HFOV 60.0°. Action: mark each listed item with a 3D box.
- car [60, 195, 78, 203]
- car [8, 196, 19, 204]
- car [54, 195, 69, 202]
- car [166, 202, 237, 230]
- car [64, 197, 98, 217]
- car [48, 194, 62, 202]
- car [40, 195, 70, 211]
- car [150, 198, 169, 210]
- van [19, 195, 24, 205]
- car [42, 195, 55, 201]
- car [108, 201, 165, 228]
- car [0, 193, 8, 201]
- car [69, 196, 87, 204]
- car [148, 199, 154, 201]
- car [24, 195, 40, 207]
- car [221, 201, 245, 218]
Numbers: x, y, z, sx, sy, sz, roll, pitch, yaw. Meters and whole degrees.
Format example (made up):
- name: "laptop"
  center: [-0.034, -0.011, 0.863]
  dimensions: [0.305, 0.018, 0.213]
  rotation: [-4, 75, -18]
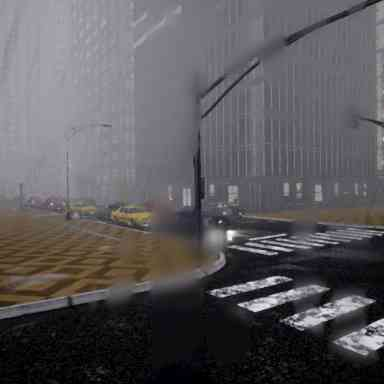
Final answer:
- name: "car"
  center: [-23.578, 1.385, 63.744]
  dimensions: [2.008, 1.369, 4.403]
  rotation: [-1, 1, -36]
- name: "car"
  center: [-33.220, 1.494, 63.652]
  dimensions: [2.008, 1.369, 4.403]
  rotation: [-1, 1, -36]
- name: "car"
  center: [-26.824, 1.407, 68.255]
  dimensions: [1.802, 1.307, 4.206]
  rotation: [-1, 1, -36]
- name: "car"
  center: [0.488, 1.557, 21.031]
  dimensions: [1.994, 1.385, 4.181]
  rotation: [-1, 1, -36]
- name: "car"
  center: [-10.448, 1.533, 31.908]
  dimensions: [1.752, 1.417, 4.829]
  rotation: [-1, 1, -36]
- name: "car"
  center: [-30.071, 1.256, 72.764]
  dimensions: [1.967, 1.590, 4.097]
  rotation: [-1, 1, -36]
- name: "car"
  center: [-16.991, 1.429, 41.099]
  dimensions: [1.967, 1.590, 4.097]
  rotation: [-1, 1, -36]
- name: "car"
  center: [-4.057, 1.328, 36.716]
  dimensions: [1.967, 1.590, 4.097]
  rotation: [-1, 1, -36]
- name: "van"
  center: [-26.730, 1.303, 54.629]
  dimensions: [1.690, 1.788, 3.998]
  rotation: [-1, 1, -36]
- name: "car"
  center: [-33.416, 1.331, 77.413]
  dimensions: [1.752, 1.417, 4.829]
  rotation: [-1, 1, -36]
- name: "car"
  center: [-4.013, 1.552, 22.844]
  dimensions: [1.752, 1.417, 4.829]
  rotation: [-1, 1, -36]
- name: "car"
  center: [-46.204, 1.449, 81.694]
  dimensions: [1.887, 1.381, 4.507]
  rotation: [-1, 1, -36]
- name: "car"
  center: [-20.332, 1.389, 59.234]
  dimensions: [1.887, 1.381, 4.507]
  rotation: [-1, 1, -36]
- name: "car"
  center: [-5.792, 1.525, 29.757]
  dimensions: [2.033, 1.411, 5.357]
  rotation: [-1, 1, -36]
- name: "car"
  center: [-23.483, 1.411, 50.120]
  dimensions: [1.967, 1.590, 4.097]
  rotation: [-1, 1, -36]
- name: "car"
  center: [2.494, 1.455, 27.736]
  dimensions: [2.008, 1.369, 4.403]
  rotation: [-1, 1, -36]
